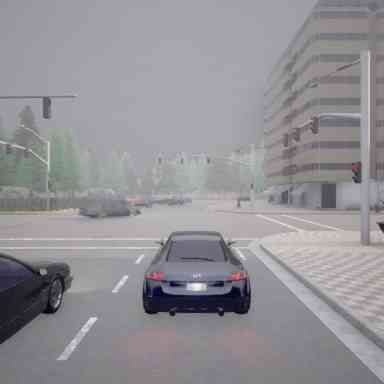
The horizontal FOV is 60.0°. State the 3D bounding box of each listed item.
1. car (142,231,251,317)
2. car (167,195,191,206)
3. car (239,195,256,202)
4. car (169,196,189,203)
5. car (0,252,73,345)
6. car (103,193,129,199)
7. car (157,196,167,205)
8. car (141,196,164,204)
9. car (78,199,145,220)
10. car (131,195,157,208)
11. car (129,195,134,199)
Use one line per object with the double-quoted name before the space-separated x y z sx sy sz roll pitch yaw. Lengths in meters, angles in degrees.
"car" 0.088 1.564 7.589 1.994 1.385 4.181 0 0 0
"car" -2.141 1.352 55.762 2.097 1.767 4.553 0 0 11
"car" 12.833 1.524 78.186 4.674 1.442 1.812 0 0 -33
"car" -2.769 1.524 72.384 1.812 1.442 4.674 0 0 34
"car" -3.429 1.547 4.554 2.033 1.411 5.357 0 0 0
"car" -10.433 1.221 44.380 2.150 2.045 5.566 0 0 2
"car" -5.398 1.477 57.911 1.882 1.535 5.008 0 0 15
"car" -7.384 1.547 63.245 2.033 1.411 5.357 0 0 21
"car" -7.123 1.580 28.993 5.357 1.411 2.033 0 0 -44
"car" -6.859 1.547 48.040 2.033 1.411 5.357 0 0 2
"car" -9.617 1.352 53.814 2.097 1.767 4.553 0 0 8
